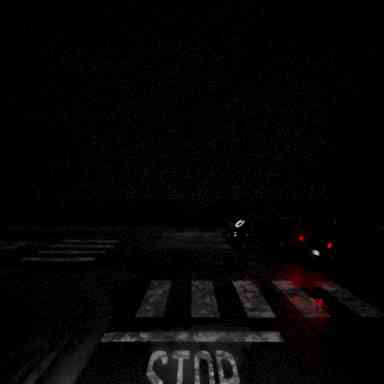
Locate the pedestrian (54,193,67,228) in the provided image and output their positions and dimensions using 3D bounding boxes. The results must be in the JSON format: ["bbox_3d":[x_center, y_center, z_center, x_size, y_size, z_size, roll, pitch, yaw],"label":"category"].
[{"bbox_3d":[-6.872,0.948,17.328,0.375,1.860,0.375,0,1,0],"label":"pedestrian"}]

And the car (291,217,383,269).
[{"bbox_3d":[5.953,1.637,10.971,4.718,1.301,1.895,2,1,-19],"label":"car"}]

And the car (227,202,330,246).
[{"bbox_3d":[3.836,1.311,14.440,4.553,1.767,2.097,1,1,0],"label":"car"}]
